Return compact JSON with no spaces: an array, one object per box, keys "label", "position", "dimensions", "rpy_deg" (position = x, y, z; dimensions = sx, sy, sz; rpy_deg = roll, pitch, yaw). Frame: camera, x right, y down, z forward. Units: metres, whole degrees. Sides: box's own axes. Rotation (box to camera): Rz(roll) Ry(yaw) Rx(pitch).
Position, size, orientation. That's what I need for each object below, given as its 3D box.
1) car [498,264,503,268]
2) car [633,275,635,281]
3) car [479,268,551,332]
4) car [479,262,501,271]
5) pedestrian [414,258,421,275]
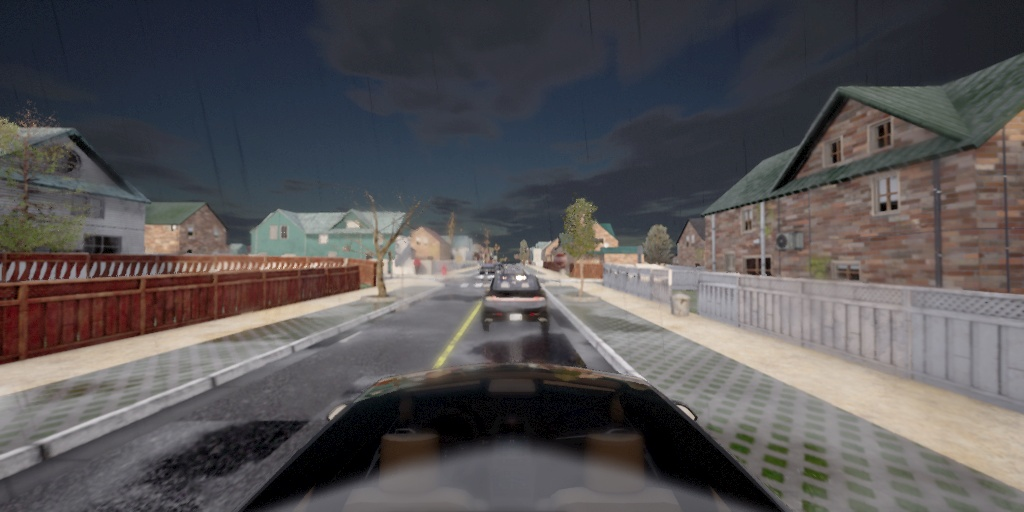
[{"label":"car","position":[0.118,1.508,26.366],"dimensions":[1.895,1.301,4.718],"rpy_deg":[1,0,0]},{"label":"car","position":[12.483,1.796,33.290],"dimensions":[4.892,1.490,1.837],"rpy_deg":[1,-1,0]},{"label":"car","position":[0.101,1.297,11.110],"dimensions":[2.128,1.511,4.902],"rpy_deg":[0,-1,0]},{"label":"car","position":[-2.842,1.590,43.857],"dimensions":[2.033,1.411,5.357],"rpy_deg":[0,0,1]},{"label":"pedestrian","position":[-9.605,1.001,36.233],"dimensions":[0.375,1.860,0.375],"rpy_deg":[0,-3,0]}]
